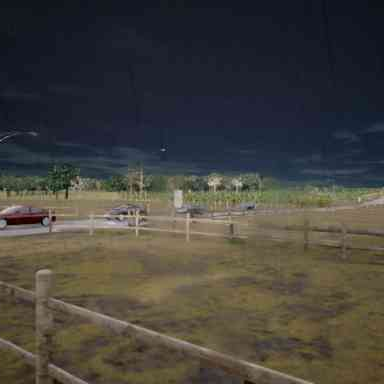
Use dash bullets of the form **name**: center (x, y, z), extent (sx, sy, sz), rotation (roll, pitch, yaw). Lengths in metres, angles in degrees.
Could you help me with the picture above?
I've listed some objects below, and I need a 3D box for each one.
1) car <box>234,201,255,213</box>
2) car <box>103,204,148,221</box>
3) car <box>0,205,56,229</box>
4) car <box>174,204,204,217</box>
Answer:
- **car**: center (8.584, 2.292, 53.869), extent (2.097, 1.767, 4.553), rotation (1, -1, 35)
- **car**: center (-6.462, 1.976, 32.714), extent (1.837, 1.490, 4.892), rotation (1, -1, 35)
- **car**: center (-12.478, 1.723, 24.245), extent (1.882, 1.535, 5.008), rotation (1, -1, 36)
- **car**: center (-0.327, 2.217, 41.403), extent (2.128, 1.511, 4.902), rotation (1, -1, 35)
